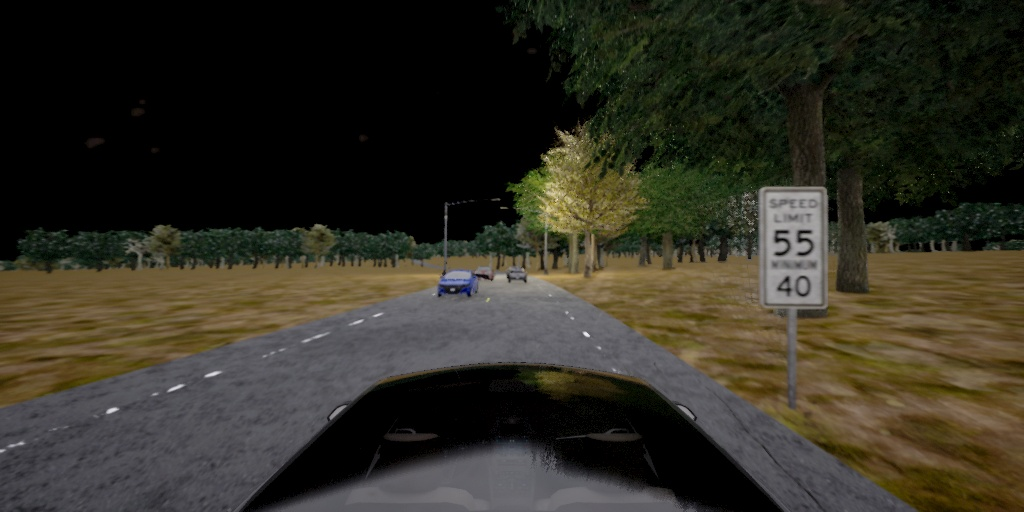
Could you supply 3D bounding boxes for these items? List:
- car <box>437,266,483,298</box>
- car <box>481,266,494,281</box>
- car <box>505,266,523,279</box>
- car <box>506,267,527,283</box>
[{"bbox_3d":[-3.079,1.551,21.193,1.882,1.535,5.008,0,-1,0],"label":"car"},{"bbox_3d":[-3.080,1.880,39.485,2.097,1.767,4.553,0,-1,-1],"label":"car"},{"bbox_3d":[0.183,2.144,46.962,2.128,1.511,4.902,0,-1,-2],"label":"car"},{"bbox_3d":[0.518,1.910,36.213,2.128,1.511,4.902,0,-1,-1],"label":"car"}]
